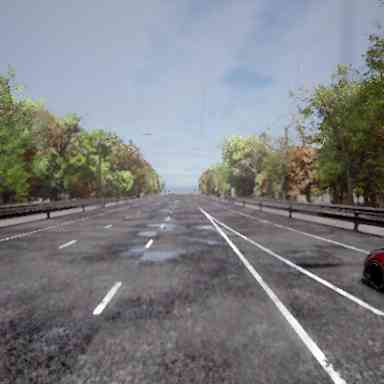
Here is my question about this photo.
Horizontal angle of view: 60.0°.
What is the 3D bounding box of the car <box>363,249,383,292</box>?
[{"bbox_3d":[5.222,1.533,6.312,1.994,1.385,4.181,0,0,-6],"label":"car"}]
